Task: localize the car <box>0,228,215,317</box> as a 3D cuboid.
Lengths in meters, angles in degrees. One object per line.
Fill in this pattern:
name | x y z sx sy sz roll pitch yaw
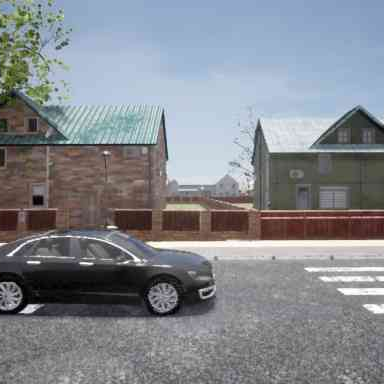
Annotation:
car | -1.964 1.543 6.963 4.892 1.490 1.837 0 -1 1
